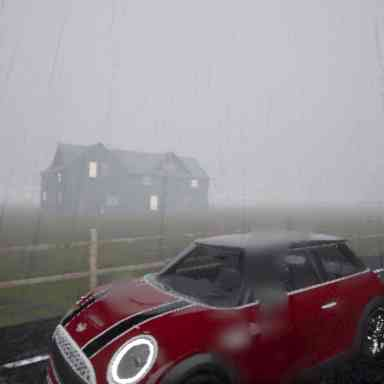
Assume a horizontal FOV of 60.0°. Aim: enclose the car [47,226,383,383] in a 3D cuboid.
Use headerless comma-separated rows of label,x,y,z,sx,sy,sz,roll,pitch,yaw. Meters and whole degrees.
car,0.603,1.392,4.417,4.553,1.767,2.097,1,-1,-35
